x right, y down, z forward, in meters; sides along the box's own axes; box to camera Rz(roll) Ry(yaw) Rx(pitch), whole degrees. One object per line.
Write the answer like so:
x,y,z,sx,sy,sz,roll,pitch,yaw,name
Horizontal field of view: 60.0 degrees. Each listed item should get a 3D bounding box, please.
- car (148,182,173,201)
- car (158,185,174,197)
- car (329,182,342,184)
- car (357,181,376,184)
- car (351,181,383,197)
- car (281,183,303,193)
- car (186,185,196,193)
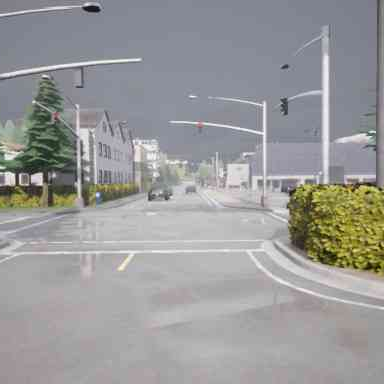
-3.732,-0.110,38.269,2.150,2.045,5.566,-1,2,0,car
-3.748,-0.176,48.429,1.837,1.490,4.892,-1,2,0,car
25.289,-1.035,59.490,2.152,1.636,5.027,-1,2,0,car
19.005,-0.176,34.217,1.905,1.878,3.866,-1,2,0,car
22.247,-0.462,42.099,1.932,1.855,4.605,-1,2,0,car
15.252,-0.525,52.074,2.007,1.523,4.514,-1,2,0,car
-0.188,-0.580,58.690,2.128,1.511,4.902,-1,2,0,car
